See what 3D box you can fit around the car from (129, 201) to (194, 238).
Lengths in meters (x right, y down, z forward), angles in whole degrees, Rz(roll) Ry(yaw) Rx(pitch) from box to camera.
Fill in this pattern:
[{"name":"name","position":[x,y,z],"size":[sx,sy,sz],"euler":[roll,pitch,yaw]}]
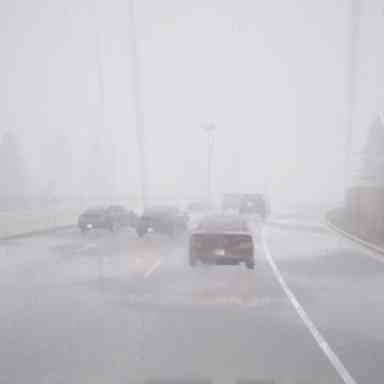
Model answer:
[{"name":"car","position":[-1.402,1.449,17.348],"size":[1.837,1.490,4.892],"euler":[0,0,11]}]

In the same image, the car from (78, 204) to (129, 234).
[{"name":"car","position":[-4.626,1.432,18.981],"size":[1.837,1.490,4.892],"euler":[0,0,12]}]

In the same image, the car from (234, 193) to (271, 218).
[{"name":"car","position":[5.601,1.156,29.384],"size":[2.150,2.045,5.566],"euler":[0,0,20]}]

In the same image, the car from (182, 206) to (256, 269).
[{"name":"car","position":[1.077,1.448,11.247],"size":[1.882,1.535,5.008],"euler":[0,0,8]}]

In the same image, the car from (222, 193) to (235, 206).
[{"name":"car","position":[5.089,1.131,37.271],"size":[2.150,2.045,5.566],"euler":[0,0,25]}]

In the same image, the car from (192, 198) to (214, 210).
[{"name":"car","position":[0.987,1.422,36.567],"size":[1.812,1.442,4.674],"euler":[0,0,23]}]
